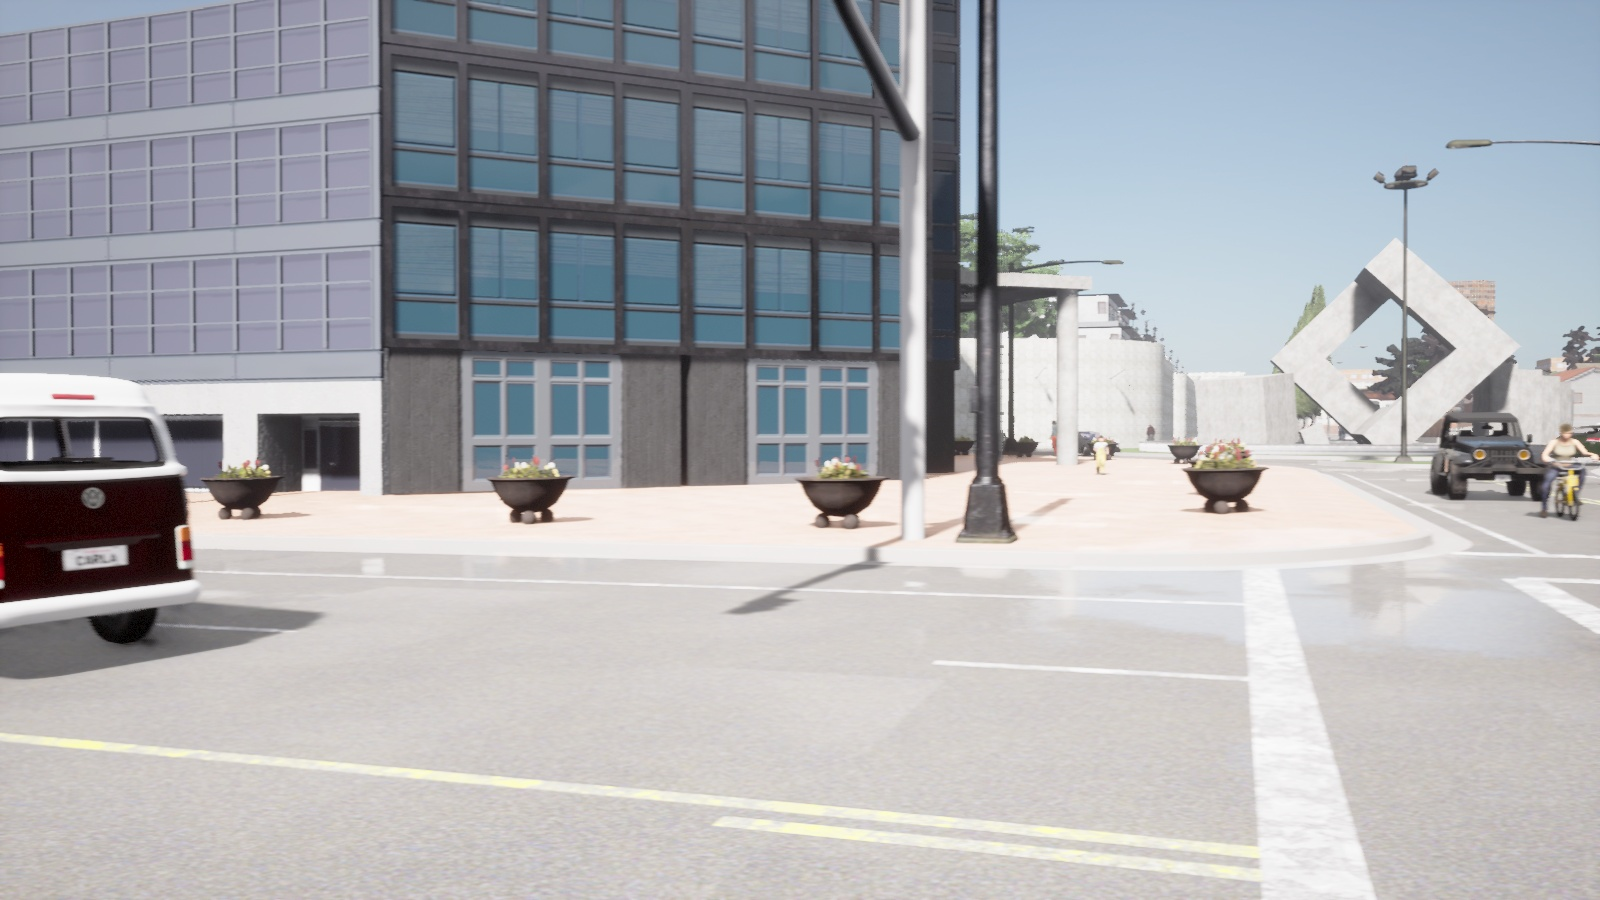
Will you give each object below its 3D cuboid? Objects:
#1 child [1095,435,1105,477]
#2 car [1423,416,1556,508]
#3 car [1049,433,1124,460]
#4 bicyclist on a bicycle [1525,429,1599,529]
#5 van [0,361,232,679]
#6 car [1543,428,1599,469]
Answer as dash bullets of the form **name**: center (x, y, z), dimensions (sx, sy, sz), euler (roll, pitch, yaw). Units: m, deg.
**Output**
- **child**: center (9.135, 0.173, 38.261), dimensions (0.270, 1.263, 0.437), euler (1, 1, 12)
- **car**: center (15.127, 0.214, 27.745), dimensions (1.905, 1.878, 3.866), euler (1, 1, 19)
- **car**: center (15.996, -0.239, 70.368), dimensions (2.033, 1.411, 5.357), euler (0, 1, -12)
- **bicyclist on a bicycle**: center (12.827, 0.450, 21.073), dimensions (0.866, 1.612, 1.509), euler (1, 1, 19)
- **van**: center (-6.758, 0.433, 9.675), dimensions (4.480, 2.038, 2.069), euler (0, 1, 30)
- **car**: center (33.577, -0.093, 52.305), dimensions (5.027, 1.651, 2.152), euler (0, 1, -27)
